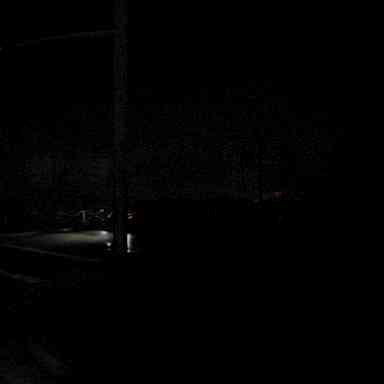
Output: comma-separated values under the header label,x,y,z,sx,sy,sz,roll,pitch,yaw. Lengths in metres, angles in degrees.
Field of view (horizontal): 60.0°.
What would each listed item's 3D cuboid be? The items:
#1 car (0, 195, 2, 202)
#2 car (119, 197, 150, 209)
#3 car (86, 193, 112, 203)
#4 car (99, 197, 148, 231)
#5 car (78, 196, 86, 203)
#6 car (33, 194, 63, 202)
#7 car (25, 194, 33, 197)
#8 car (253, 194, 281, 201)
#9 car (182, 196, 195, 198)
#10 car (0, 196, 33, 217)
label,x,y,z,sx,sy,sz,roll,pitch,yaw
car,-41.427,1.298,67.598,2.007,1.523,4.514,0,0,35
car,-7.527,1.384,43.861,1.970,1.475,3.806,0,0,35
car,-15.890,1.097,59.048,1.932,1.855,4.605,0,0,35
car,-3.087,1.352,20.594,2.097,1.767,4.553,0,0,35
car,-18.500,1.077,60.391,1.905,1.878,3.866,0,0,35
car,-28.940,1.154,67.787,2.152,1.636,5.027,0,0,35
car,-34.363,1.232,71.233,1.970,1.475,3.806,0,0,35
car,8.393,1.221,37.074,2.150,2.045,5.566,0,0,35
car,-0.805,1.374,48.194,1.845,1.501,3.633,0,0,35
car,-15.847,1.340,26.945,2.007,1.523,4.514,0,0,35
